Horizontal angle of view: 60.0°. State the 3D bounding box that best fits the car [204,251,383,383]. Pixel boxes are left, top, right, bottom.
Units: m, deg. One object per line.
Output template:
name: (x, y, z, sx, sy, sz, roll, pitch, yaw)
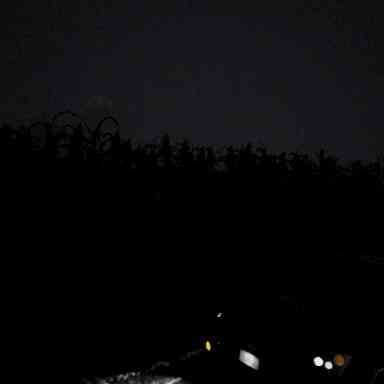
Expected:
car: (2.221, 1.595, 4.663, 4.181, 1.385, 1.994, 1, 0, -36)
